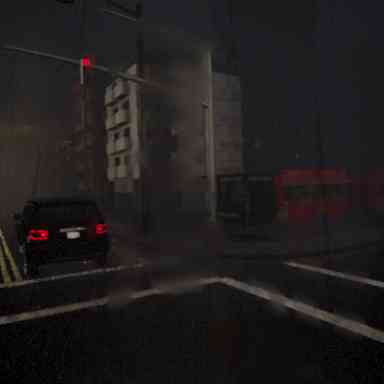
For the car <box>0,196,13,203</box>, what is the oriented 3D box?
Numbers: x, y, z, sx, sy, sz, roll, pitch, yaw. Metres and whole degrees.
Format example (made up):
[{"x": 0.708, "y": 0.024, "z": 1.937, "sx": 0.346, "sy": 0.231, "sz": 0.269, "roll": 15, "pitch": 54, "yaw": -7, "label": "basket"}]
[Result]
[{"x": -37.518, "y": 1.546, "z": 66.022, "sx": 4.536, "sy": 1.218, "sz": 1.853, "roll": -1, "pitch": 1, "yaw": 38, "label": "car"}]

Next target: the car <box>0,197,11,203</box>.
[{"x": -37.472, "y": 1.703, "z": 65.993, "sx": 4.974, "sy": 1.542, "sz": 2.038, "roll": -1, "pitch": 1, "yaw": 38, "label": "car"}]

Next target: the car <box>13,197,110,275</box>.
[{"x": -4.364, "y": 1.193, "z": 10.758, "sx": 2.150, "sy": 2.045, "sz": 5.566, "roll": -3, "pitch": 1, "yaw": -31, "label": "car"}]
